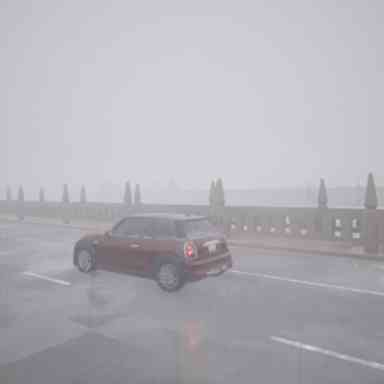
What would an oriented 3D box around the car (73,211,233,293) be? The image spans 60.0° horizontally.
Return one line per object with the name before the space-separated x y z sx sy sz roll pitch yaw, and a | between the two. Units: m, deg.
car | -1.240 1.369 9.179 4.553 1.767 2.097 0 0 36
